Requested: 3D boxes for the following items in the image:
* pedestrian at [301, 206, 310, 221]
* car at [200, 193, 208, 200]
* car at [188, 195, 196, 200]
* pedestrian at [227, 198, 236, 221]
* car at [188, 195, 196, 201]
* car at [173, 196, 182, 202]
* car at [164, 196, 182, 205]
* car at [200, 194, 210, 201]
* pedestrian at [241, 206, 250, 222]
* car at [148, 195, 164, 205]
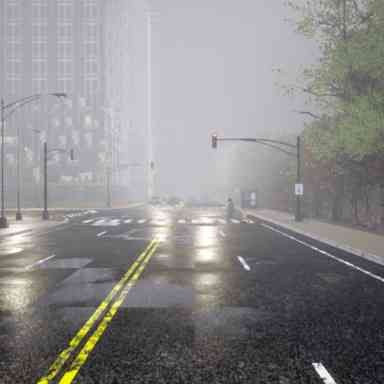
[{"bbox_3d":[8.046,1.513,23.669,0.500,1.100,0.500,0,0,0],"label":"pedestrian"},{"bbox_3d":[3.301,1.300,92.808,2.097,1.767,4.553,0,0,0],"label":"car"},{"bbox_3d":[0.051,1.485,92.840,2.033,1.411,5.357,0,0,0],"label":"car"},{"bbox_3d":[2.934,1.287,24.870,0.375,1.860,0.375,0,0,0],"label":"pedestrian"},{"bbox_3d":[0.046,1.517,82.809,1.994,1.385,4.181,0,0,0],"label":"car"},{"bbox_3d":[-3.210,1.566,73.786,1.895,1.301,4.718,0,0,0],"label":"car"},{"bbox_3d":[-3.295,1.455,58.784,1.882,1.535,5.008,0,0,0],"label":"car"},{"bbox_3d":[3.296,1.320,82.777,2.097,1.767,4.553,0,0,0],"label":"car"},{"bbox_3d":[3.863,1.565,24.272,0.375,1.300,0.375,0,0,0],"label":"pedestrian"},{"bbox_3d":[-6.547,1.503,58.626,1.812,1.442,4.674,0,0,0],"label":"car"}]
